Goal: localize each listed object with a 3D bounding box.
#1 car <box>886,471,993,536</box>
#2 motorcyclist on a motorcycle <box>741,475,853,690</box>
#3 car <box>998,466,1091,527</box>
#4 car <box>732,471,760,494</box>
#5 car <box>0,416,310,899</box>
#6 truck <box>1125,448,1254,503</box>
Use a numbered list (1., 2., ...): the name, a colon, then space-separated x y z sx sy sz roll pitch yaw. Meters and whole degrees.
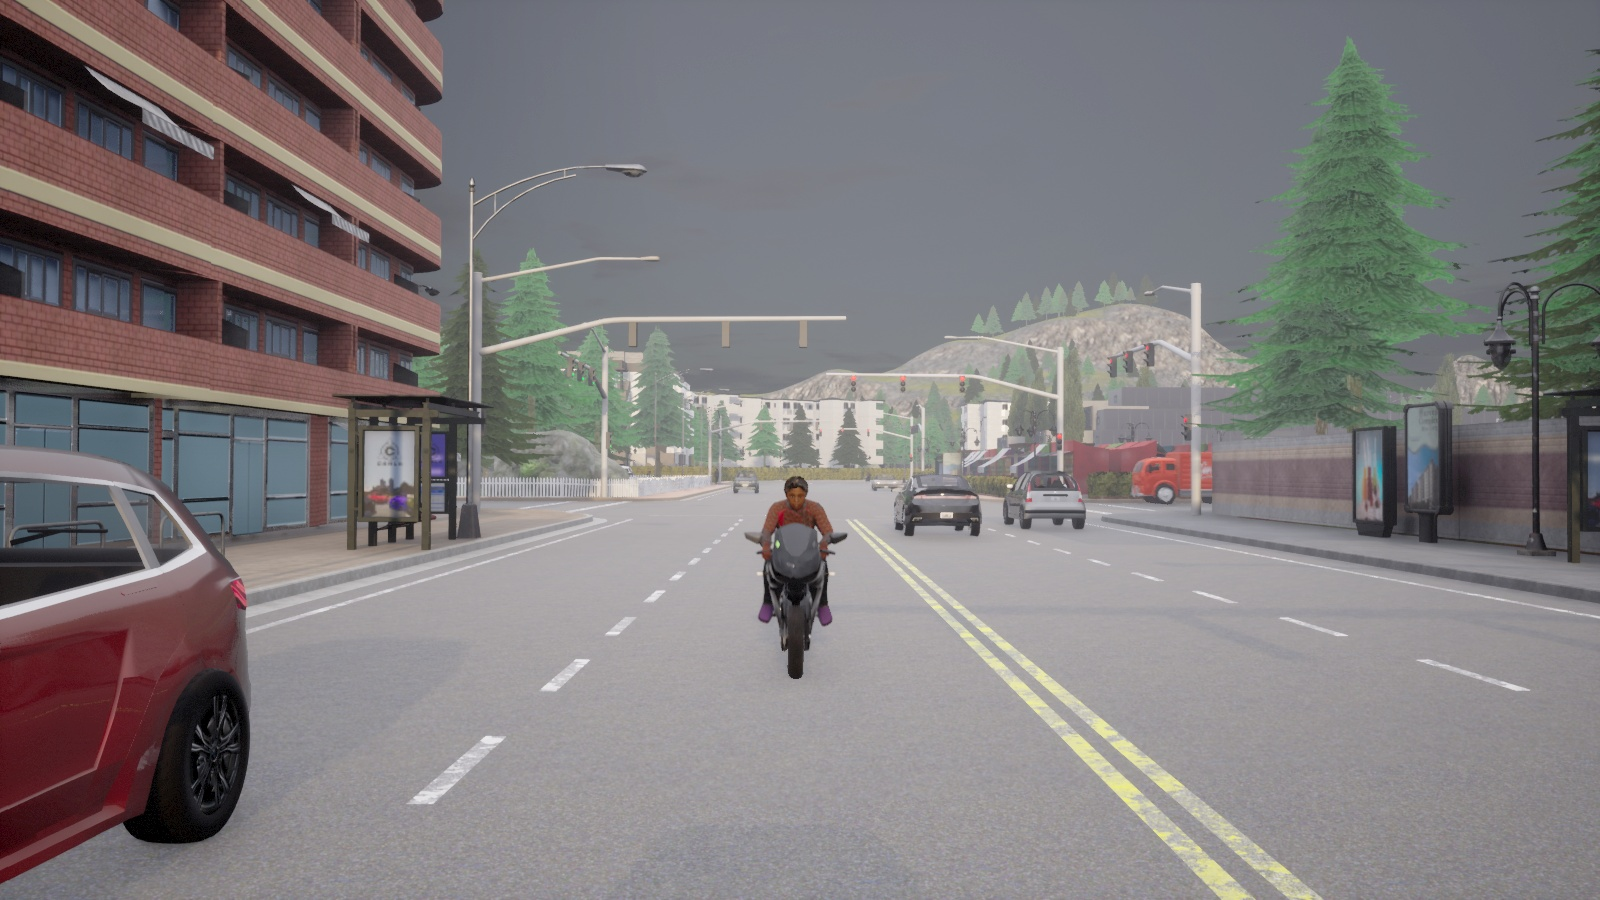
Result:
1. car: 3.423 1.288 31.691 2.128 1.511 4.902 0 -1 0
2. motorcyclist on a motorcycle: -0.024 0.964 9.998 0.797 1.523 2.044 0 -1 0
3. car: 6.913 1.286 35.846 1.851 1.617 3.988 0 -1 0
4. car: -3.710 2.265 86.979 1.789 1.549 3.705 0 -1 0
5. car: -3.511 0.737 3.845 2.242 1.667 4.611 0 -1 0
6. truck: 18.199 1.185 58.853 5.204 2.467 2.627 0 -1 -1
